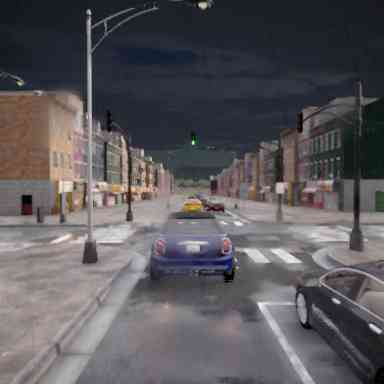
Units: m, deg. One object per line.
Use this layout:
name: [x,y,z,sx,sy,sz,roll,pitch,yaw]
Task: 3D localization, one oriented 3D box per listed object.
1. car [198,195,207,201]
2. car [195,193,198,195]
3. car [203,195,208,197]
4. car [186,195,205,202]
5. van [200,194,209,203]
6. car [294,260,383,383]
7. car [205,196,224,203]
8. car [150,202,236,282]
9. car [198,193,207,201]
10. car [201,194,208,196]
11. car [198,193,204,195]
car: [2.607,1.513,80.897,2.008,1.369,4.403,-1,0,0]
car: [-0.013,1.466,71.171,1.837,1.490,4.892,0,0,0]
car: [2.614,1.556,47.702,1.802,1.307,4.206,-1,0,0]
car: [0.094,1.456,36.052,1.882,1.535,5.008,0,0,0]
van: [2.605,1.307,69.832,1.690,1.788,3.998,-1,0,0]
car: [2.621,1.547,4.192,2.008,1.369,4.403,-1,0,0]
car: [2.615,1.523,36.637,1.887,1.381,4.507,-1,0,0]
car: [-0.072,1.345,9.919,2.097,1.767,4.553,0,0,-3]
car: [2.601,1.275,86.429,2.192,1.841,5.009,-1,0,0]
car: [2.611,1.515,58.767,1.887,1.381,4.507,-1,0,0]
car: [2.608,1.408,64.299,1.967,1.590,4.097,-1,0,0]
